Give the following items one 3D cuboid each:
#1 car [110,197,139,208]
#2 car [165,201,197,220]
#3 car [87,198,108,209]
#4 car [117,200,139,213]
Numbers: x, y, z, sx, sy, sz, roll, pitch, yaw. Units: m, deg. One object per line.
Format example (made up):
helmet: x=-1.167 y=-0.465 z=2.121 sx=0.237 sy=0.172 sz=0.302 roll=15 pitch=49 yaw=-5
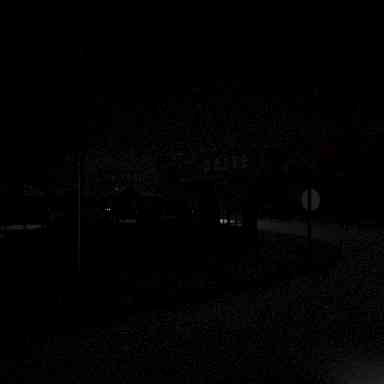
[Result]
car: x=-10.046 y=1.547 z=48.981 sx=2.033 sy=1.411 sz=5.357 roll=0 pitch=0 yaw=-37
car: x=-0.509 y=1.507 z=28.341 sx=1.837 sy=1.490 sz=4.892 roll=0 pitch=-1 yaw=-35
car: x=-13.027 y=1.526 z=45.990 sx=1.812 sy=1.442 sz=4.674 roll=0 pitch=0 yaw=-35
car: x=-7.100 y=1.547 z=37.597 sx=2.033 sy=1.411 sz=5.357 roll=0 pitch=0 yaw=-36
